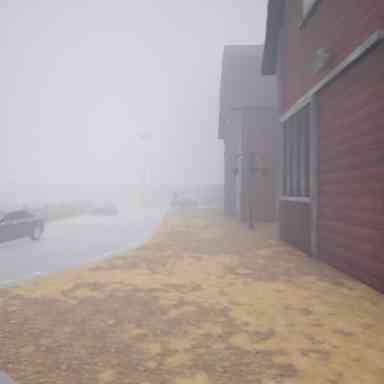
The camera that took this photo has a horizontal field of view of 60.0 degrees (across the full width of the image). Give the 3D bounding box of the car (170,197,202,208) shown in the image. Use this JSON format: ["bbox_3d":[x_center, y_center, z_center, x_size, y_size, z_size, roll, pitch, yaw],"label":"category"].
[{"bbox_3d":[-1.130,1.569,47.983,1.837,1.490,4.892,0,0,37],"label":"car"}]

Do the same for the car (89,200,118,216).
[{"bbox_3d":[-8.518,1.557,32.591,1.812,1.442,4.674,0,0,-2],"label":"car"}]

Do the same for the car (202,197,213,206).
[{"bbox_3d":[2.180,1.584,57.433,1.837,1.490,4.892,0,0,-14],"label":"car"}]

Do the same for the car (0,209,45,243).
[{"bbox_3d":[-8.456,1.532,14.571,1.837,1.490,4.892,0,0,9],"label":"car"}]
